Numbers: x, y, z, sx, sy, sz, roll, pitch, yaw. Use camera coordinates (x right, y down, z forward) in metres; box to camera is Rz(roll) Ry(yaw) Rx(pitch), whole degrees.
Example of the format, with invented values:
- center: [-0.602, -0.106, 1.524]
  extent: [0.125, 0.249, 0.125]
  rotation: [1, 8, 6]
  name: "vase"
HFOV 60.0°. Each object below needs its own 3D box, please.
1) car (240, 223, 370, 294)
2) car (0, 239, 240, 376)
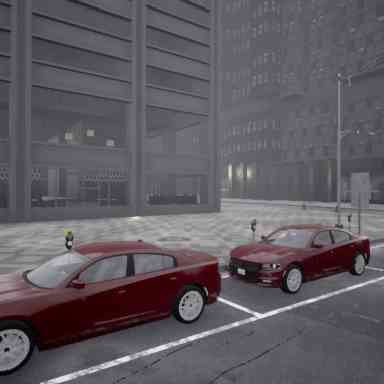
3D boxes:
- center: [2.937, 1.546, 8.789]
  extent: [4.507, 1.381, 1.887]
  rotation: [0, 0, -36]
  name: "car"
- center: [-1.550, 1.545, 5.565]
  extent: [4.507, 1.381, 1.887]
  rotation: [0, 0, -36]
  name: "car"
